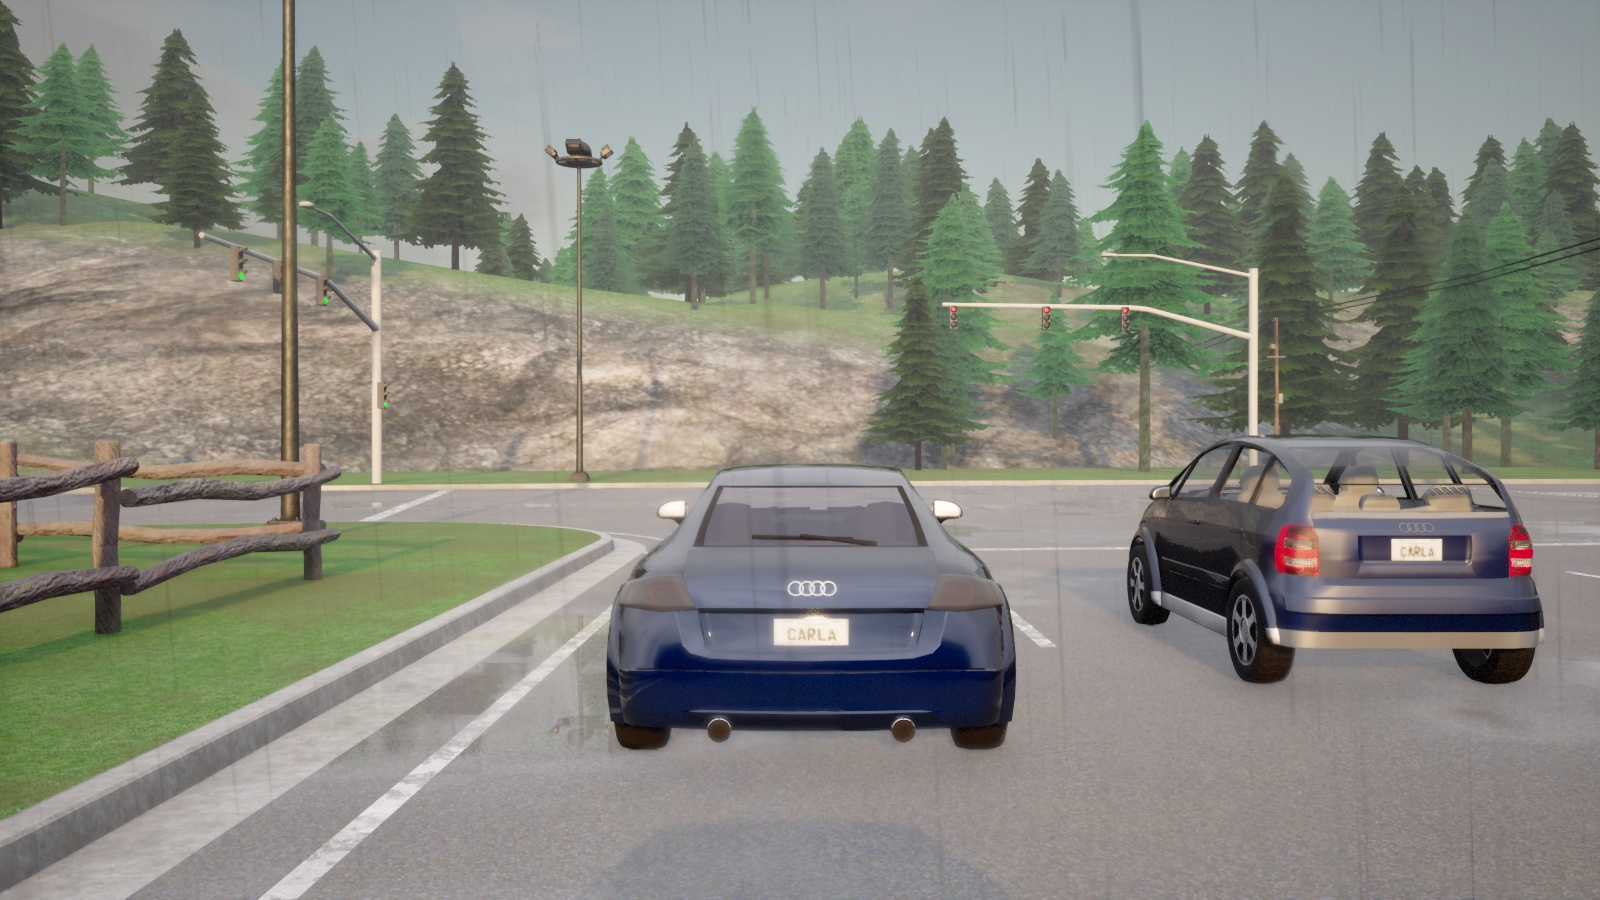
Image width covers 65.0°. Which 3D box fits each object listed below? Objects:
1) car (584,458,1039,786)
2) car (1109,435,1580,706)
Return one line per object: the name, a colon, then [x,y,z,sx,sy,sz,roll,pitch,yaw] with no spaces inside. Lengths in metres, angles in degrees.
car: [0.058,0.768,7.592,1.994,1.385,4.181,0,0,0]
car: [3.566,0.677,9.031,1.789,1.549,3.705,0,0,0]
